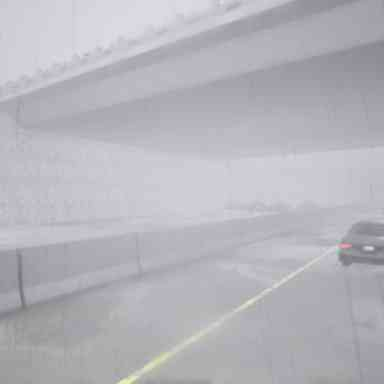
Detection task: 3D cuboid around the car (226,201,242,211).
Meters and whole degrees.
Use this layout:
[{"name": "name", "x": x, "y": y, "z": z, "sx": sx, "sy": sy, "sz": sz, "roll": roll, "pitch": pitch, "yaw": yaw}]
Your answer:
[{"name": "car", "x": 7.095, "y": 2.091, "z": 50.358, "sx": 2.033, "sy": 1.411, "sz": 5.357, "roll": -1, "pitch": -1, "yaw": 34}]

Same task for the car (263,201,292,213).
[{"name": "car", "x": 11.963, "y": 2.023, "z": 45.082, "sx": 2.033, "sy": 1.411, "sz": 5.357, "roll": -1, "pitch": -1, "yaw": 34}]

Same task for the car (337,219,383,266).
[{"name": "car", "x": 6.416, "y": 1.664, "z": 11.501, "sx": 2.033, "sy": 1.411, "sz": 5.357, "roll": -1, "pitch": -1, "yaw": 34}]

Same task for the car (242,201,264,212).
[{"name": "car", "x": 9.356, "y": 2.011, "z": 47.464, "sx": 1.837, "sy": 1.490, "sz": 4.892, "roll": -1, "pitch": -1, "yaw": 34}]

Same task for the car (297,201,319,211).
[{"name": "car", "x": 15.309, "y": 1.947, "z": 43.775, "sx": 2.128, "sy": 1.511, "sz": 4.902, "roll": -1, "pitch": -1, "yaw": 34}]
